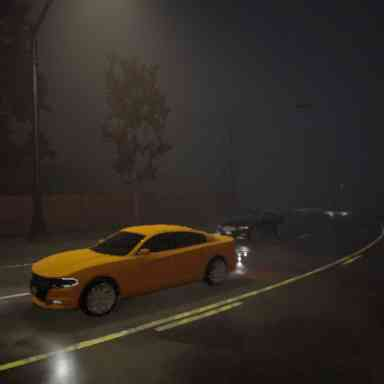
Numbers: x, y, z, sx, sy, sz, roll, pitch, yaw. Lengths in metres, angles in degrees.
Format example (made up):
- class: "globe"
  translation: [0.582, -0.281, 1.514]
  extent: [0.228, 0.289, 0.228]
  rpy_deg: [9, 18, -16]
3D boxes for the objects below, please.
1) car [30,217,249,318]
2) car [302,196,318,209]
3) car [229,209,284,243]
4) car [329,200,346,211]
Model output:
- class: "car"
  translation: [-1.063, 1.548, 7.850]
  extent: [5.008, 1.535, 1.882]
  rpy_deg: [0, -1, -41]
- class: "car"
  translation: [19.683, 1.663, 55.389]
  extent: [2.150, 2.045, 5.566]
  rpy_deg: [-1, -1, 20]
- class: "car"
  translation: [3.155, 1.633, 17.223]
  extent: [2.128, 1.511, 4.902]
  rpy_deg: [-1, -1, 37]
- class: "car"
  translation: [19.672, 1.777, 45.046]
  extent: [1.882, 1.535, 5.008]
  rpy_deg: [-1, -1, 20]
